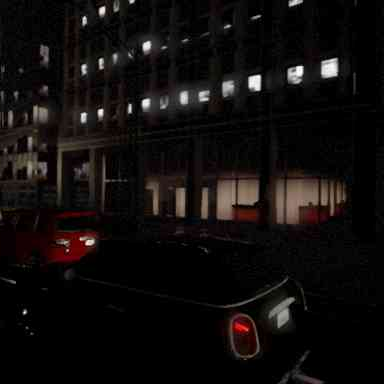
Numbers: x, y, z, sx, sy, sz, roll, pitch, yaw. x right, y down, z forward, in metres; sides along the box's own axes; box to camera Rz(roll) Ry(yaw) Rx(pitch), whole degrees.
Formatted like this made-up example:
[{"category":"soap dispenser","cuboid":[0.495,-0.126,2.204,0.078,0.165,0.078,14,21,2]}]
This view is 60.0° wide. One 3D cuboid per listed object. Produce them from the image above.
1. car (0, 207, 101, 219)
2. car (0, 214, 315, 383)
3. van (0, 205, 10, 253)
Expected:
[{"category":"car","cuboid":[-4.524,1.373,9.927,5.009,1.841,2.192,0,0,36]},{"category":"car","cuboid":[-0.715,1.390,4.900,4.553,1.767,2.097,0,-1,36]},{"category":"van","cuboid":[-9.097,1.401,13.303,3.998,1.788,1.690,0,0,36]}]
